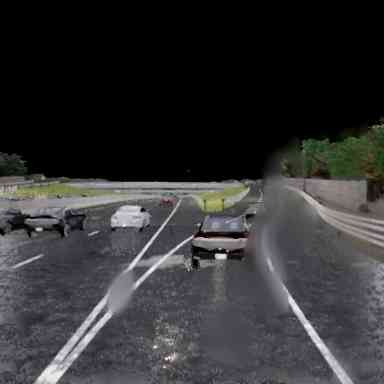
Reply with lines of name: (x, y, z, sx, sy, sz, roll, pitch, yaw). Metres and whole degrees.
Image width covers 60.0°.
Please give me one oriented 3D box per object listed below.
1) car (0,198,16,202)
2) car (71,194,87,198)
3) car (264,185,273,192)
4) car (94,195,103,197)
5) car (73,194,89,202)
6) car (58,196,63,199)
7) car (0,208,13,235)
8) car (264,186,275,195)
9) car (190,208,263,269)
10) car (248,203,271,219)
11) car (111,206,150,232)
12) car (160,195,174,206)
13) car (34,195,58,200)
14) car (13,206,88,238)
car: (-25.036, 1.545, 44.490, 2.033, 1.411, 5.357, 0, 0, -1)
car: (-21.766, 1.248, 63.527, 2.097, 1.767, 4.553, 0, 0, -1)
car: (19.024, -0.831, 83.015, 2.033, 1.411, 5.357, 0, 3, 10)
car: (-22.060, 1.362, 78.824, 2.033, 1.411, 5.357, 0, 0, -1)
car: (-25.514, 1.355, 76.538, 2.128, 1.511, 4.902, 0, 0, -1)
car: (-25.222, 1.406, 60.788, 1.837, 1.490, 4.892, 0, 1, -1)
car: (-10.556, 1.573, 18.750, 1.994, 1.385, 4.181, 0, 0, -1)
car: (17.127, -0.178, 73.114, 2.128, 1.511, 4.902, 0, 3, 11)
car: (1.117, 1.508, 11.250, 2.128, 1.511, 4.902, 0, 0, 8)
car: (6.090, 1.670, 30.529, 1.994, 1.385, 4.181, 0, 1, 17)
car: (-3.668, 1.546, 20.278, 1.812, 1.442, 4.674, 0, 0, -1)
car: (-4.106, 1.327, 54.517, 2.097, 1.767, 4.553, 0, 0, -1)
car: (-21.565, 1.465, 47.683, 1.882, 1.535, 5.008, 0, 0, -1)
car: (-7.046, 1.504, 17.701, 2.128, 1.511, 4.902, 0, 0, 0)
